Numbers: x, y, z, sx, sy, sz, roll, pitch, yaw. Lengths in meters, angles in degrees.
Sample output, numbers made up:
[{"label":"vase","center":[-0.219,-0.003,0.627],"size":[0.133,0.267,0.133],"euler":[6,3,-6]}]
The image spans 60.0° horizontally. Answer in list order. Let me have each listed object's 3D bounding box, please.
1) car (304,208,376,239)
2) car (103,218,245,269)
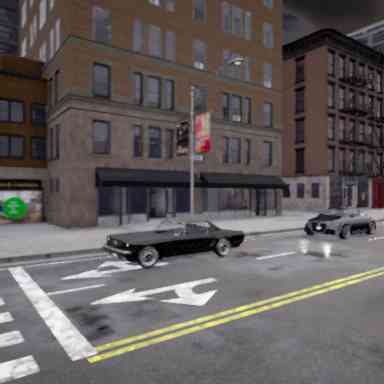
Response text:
[{"label":"car","center":[7.659,1.525,17.128],"size":[4.181,1.385,1.994],"euler":[0,0,-37]},{"label":"car","center":[-0.505,1.587,11.301],"size":[4.718,1.301,1.895],"euler":[0,0,-35]}]
